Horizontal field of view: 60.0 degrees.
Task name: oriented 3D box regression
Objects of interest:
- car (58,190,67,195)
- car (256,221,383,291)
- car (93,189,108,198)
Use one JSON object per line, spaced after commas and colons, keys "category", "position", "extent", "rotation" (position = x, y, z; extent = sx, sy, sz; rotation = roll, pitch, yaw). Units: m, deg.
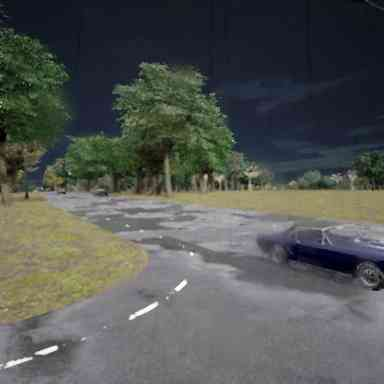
{"category": "car", "position": [-30.502, 0.098, 78.113], "extent": [1.895, 1.301, 4.718], "rotation": [-2, 2, -22]}
{"category": "car", "position": [3.958, 1.534, 9.128], "extent": [1.895, 1.301, 4.718], "rotation": [-1, 1, -29]}
{"category": "car", "position": [-17.210, 0.199, 62.256], "extent": [1.882, 1.535, 5.008], "rotation": [-2, 2, -29]}
